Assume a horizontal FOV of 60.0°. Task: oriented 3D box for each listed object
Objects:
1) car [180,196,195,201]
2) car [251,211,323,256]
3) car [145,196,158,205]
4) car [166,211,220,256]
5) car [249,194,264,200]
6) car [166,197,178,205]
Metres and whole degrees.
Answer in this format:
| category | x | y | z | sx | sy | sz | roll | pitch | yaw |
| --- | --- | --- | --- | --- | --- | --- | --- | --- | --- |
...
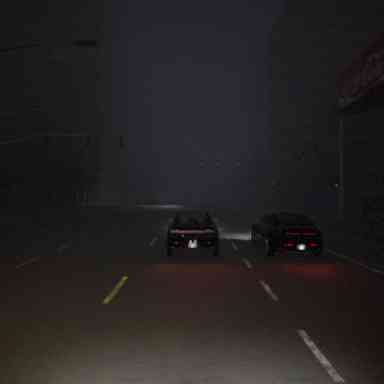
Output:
| category | x | y | z | sx | sy | sz | roll | pitch | yaw |
| --- | --- | --- | --- | --- | --- | --- | --- | --- | --- |
| car | -1.109 | 1.544 | 79.451 | 1.895 | 1.301 | 4.718 | 0 | 0 | -27 |
| car | 3.542 | 1.502 | 13.087 | 1.837 | 1.490 | 4.892 | 0 | 0 | 1 |
| car | -7.049 | 1.489 | 58.349 | 1.837 | 1.490 | 4.892 | 0 | 0 | 1 |
| car | 0.042 | 1.488 | 13.066 | 2.128 | 1.511 | 4.902 | 0 | 0 | 1 |
| car | 16.312 | 1.275 | 81.839 | 4.553 | 1.767 | 2.097 | 0 | 0 | 0 |
| car | -3.552 | 1.584 | 58.204 | 1.895 | 1.301 | 4.718 | 0 | 0 | 1 |
